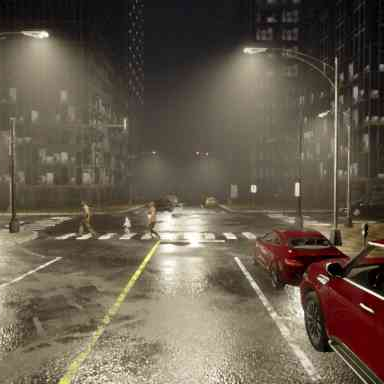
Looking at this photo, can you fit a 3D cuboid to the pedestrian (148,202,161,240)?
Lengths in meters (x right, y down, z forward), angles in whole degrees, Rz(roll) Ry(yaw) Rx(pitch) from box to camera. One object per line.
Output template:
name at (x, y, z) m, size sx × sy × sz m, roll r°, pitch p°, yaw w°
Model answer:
pedestrian at (-1.769, 1.287, 15.274) m, size 0.375 × 1.860 × 0.375 m, roll -1°, pitch 1°, yaw 0°

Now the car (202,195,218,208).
car at (2.809, 1.495, 48.331) m, size 1.752 × 1.417 × 4.829 m, roll -1°, pitch 0°, yaw 0°

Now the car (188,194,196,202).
car at (0.004, 1.525, 74.255) m, size 1.895 × 1.301 × 4.718 m, roll 0°, pitch 0°, yaw 0°

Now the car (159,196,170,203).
car at (-5.665, 1.510, 69.636) m, size 1.947 × 1.339 × 4.313 m, roll -1°, pitch 0°, yaw 0°

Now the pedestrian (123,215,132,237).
pedestrian at (-3.151, 1.665, 16.582) m, size 0.500 × 1.100 × 0.500 m, roll -1°, pitch 1°, yaw 0°

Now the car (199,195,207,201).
car at (2.683, 1.494, 80.922) m, size 1.947 × 1.339 × 4.313 m, roll -1°, pitch 0°, yaw 0°

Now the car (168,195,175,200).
car at (-5.663, 1.493, 92.331) m, size 1.802 × 1.307 × 4.206 m, roll -1°, pitch 0°, yaw 0°

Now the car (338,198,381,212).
car at (15.651, 1.356, 29.843) m, size 4.892 × 1.490 × 1.837 m, roll 0°, pitch 1°, yaw -5°

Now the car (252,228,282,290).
car at (2.679, 1.578, 8.793) m, size 1.802 × 1.307 × 4.206 m, roll -1°, pitch 0°, yaw 0°

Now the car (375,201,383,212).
car at (16.129, 1.537, 24.068) m, size 4.313 × 1.339 × 1.947 m, roll 0°, pitch 1°, yaw -5°

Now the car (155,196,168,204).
car at (-5.836, 1.518, 63.962) m, size 1.947 × 1.339 × 4.313 m, roll -1°, pitch 0°, yaw 0°

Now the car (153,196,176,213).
car at (-3.097, 1.441, 35.559) m, size 1.882 × 1.535 × 5.008 m, roll 0°, pitch -1°, yaw 0°

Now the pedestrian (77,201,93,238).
pedestrian at (-5.151, 1.286, 15.951) m, size 0.375 × 1.860 × 0.375 m, roll -1°, pitch 1°, yaw 0°

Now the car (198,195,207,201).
car at (2.684, 1.471, 86.595) m, size 2.008 × 1.369 × 4.403 m, roll -1°, pitch 0°, yaw 0°

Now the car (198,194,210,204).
car at (2.716, 1.268, 63.412) m, size 2.192 × 1.841 × 5.009 m, roll -1°, pitch 0°, yaw 0°

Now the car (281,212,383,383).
car at (2.672, 1.314, 3.168) m, size 2.192 × 1.841 × 5.009 m, roll -1°, pitch 0°, yaw 0°

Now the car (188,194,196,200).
car at (0.005, 1.233, 84.229) m, size 1.882 × 1.535 × 5.008 m, roll 0°, pitch 0°, yaw 0°

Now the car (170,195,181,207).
car at (-3.092, 1.325, 48.962) m, size 2.097 × 1.767 × 4.553 m, roll 0°, pitch 0°, yaw 0°
